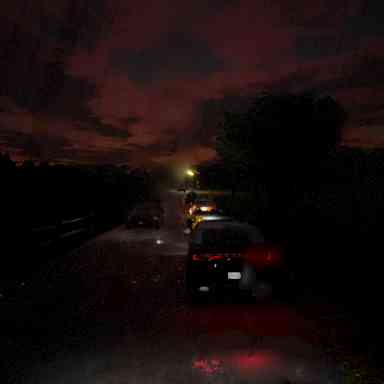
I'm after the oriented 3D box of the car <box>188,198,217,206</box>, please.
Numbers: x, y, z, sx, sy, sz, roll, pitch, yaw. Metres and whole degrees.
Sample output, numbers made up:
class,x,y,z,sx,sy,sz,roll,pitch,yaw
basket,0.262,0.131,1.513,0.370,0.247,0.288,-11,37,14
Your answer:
class,x,y,z,sx,sy,sz,roll,pitch,yaw
car,0.810,1.368,19.106,1.801,1.575,5.366,0,1,0

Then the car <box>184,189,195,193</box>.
class,x,y,z,sx,sy,sz,roll,pitch,yaw
car,-0.051,0.574,65.731,2.033,1.411,5.357,0,2,0

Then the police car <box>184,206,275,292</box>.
class,x,y,z,sx,sy,sz,roll,pitch,yaw
police car,0.818,1.402,9.027,1.930,1.638,5.238,0,0,0

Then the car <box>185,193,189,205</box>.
class,x,y,z,sx,sy,sz,roll,pitch,yaw
car,0.005,1.150,46.627,1.895,1.301,4.718,0,1,1

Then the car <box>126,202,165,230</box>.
class,x,y,z,sx,sy,sz,roll,pitch,yaw
car,-2.766,1.378,20.505,1.882,1.535,5.008,0,0,0

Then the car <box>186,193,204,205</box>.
class,x,y,z,sx,sy,sz,roll,pitch,yaw
car,0.805,1.211,24.888,2.097,1.767,4.553,0,1,0

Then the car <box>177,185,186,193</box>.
class,x,y,z,sx,sy,sz,roll,pitch,yaw
car,-2.818,-0.735,89.578,2.150,2.045,5.566,0,2,0
